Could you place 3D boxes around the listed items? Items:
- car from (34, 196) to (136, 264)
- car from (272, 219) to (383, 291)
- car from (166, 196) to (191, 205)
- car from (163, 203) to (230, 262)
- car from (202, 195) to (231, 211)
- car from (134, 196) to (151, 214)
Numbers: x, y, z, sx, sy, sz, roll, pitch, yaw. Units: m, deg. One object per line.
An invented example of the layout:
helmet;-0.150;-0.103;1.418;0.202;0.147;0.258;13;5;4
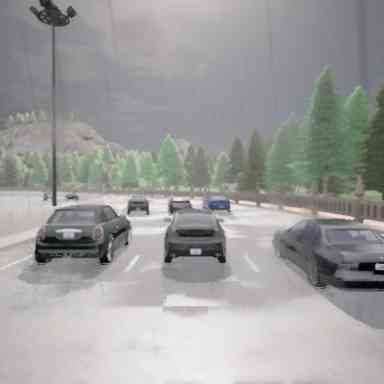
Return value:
car;-3.421;1.186;11.306;2.097;1.767;4.553;0;1;0
car;3.598;1.418;8.776;2.033;1.411;5.357;0;1;0
car;-1.137;1.068;29.063;2.128;1.511;4.902;0;1;-8
car;0.079;1.337;11.423;1.837;1.490;4.892;0;1;-1
car;2.177;1.031;30.642;1.882;1.535;5.008;0;1;-8
car;-4.665;1.080;29.126;1.837;1.490;4.892;0;1;-8
